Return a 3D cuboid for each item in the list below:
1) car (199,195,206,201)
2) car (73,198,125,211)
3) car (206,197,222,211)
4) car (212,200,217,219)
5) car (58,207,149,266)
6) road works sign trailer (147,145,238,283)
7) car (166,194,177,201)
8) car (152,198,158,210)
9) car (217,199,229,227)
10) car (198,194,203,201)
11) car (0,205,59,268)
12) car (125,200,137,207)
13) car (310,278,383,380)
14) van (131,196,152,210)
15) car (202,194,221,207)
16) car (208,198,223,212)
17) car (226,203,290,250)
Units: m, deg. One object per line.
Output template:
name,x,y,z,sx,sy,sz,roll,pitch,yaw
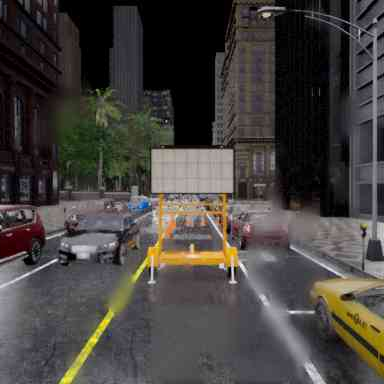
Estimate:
car,2.872,1.533,89.742,1.752,1.417,4.829,0,0,0
car,-5.742,1.317,19.766,2.192,1.841,5.009,0,0,0
car,2.805,1.535,36.188,1.752,1.417,4.829,0,0,0
car,2.790,1.549,25.168,1.887,1.381,4.507,0,0,0
car,-2.985,1.492,11.579,2.128,1.511,4.902,0,0,0
road works sign trailer,0.013,0.464,9.596,2.380,3.560,2.880,0,0,0
car,-5.660,1.560,84.182,2.008,1.369,4.403,0,0,0
car,-5.714,1.451,41.470,1.967,1.590,4.097,0,0,0
car,2.784,1.442,19.743,1.967,1.590,4.097,0,0,0
car,2.858,1.576,78.731,1.947,1.339,4.313,0,0,0
car,-5.755,1.315,8.914,2.192,1.841,5.009,0,0,0
car,-5.734,1.549,25.191,1.887,1.381,4.507,0,0,0
car,2.765,1.525,3.638,1.752,1.417,4.829,0,0,0
van,-5.721,1.350,36.044,1.690,1.788,3.998,0,0,0
car,2.811,1.326,41.444,2.192,1.841,5.009,0,0,0
car,2.798,1.558,30.593,2.008,1.369,4.403,0,0,0
car,2.777,1.441,14.318,1.967,1.590,4.097,0,0,0
